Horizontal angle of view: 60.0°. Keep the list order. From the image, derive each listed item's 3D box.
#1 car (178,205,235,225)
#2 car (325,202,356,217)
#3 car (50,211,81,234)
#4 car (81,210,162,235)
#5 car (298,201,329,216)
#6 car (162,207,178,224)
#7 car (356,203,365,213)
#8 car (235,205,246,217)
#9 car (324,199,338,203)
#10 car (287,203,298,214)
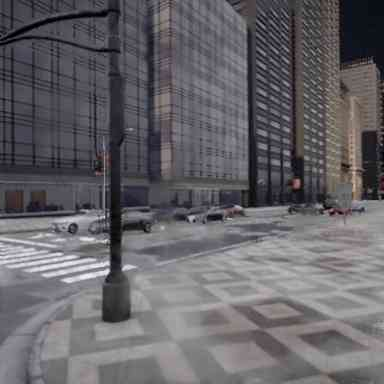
[{"bbox_3d":[1.351,1.989,28.667,2.128,1.511,4.902,-1,-1,36],"label":"car"},{"bbox_3d":[18.274,2.277,40.759,1.895,1.301,4.718,-1,-1,36],"label":"car"},{"bbox_3d":[-7.148,1.932,22.456,1.812,1.442,4.674,-1,-1,37],"label":"car"},{"bbox_3d":[-4.285,1.894,20.846,1.812,1.442,4.674,-1,-1,35],"label":"car"},{"bbox_3d":[15.618,2.223,42.634,1.837,1.490,4.892,-1,-1,36],"label":"car"},{"bbox_3d":[-1.533,2.083,30.224,2.033,1.411,5.357,-1,-1,36],"label":"car"},{"bbox_3d":[24.142,2.360,48.971,2.033,1.411,5.357,-1,-1,36],"label":"car"},{"bbox_3d":[4.626,2.202,38.745,1.812,1.442,4.674,-1,-1,36],"label":"car"},{"bbox_3d":[21.522,2.077,50.902,2.150,2.045,5.566,-1,-1,36],"label":"car"},{"bbox_3d":[15.497,2.368,48.112,2.033,1.411,5.357,-1,-1,36],"label":"car"}]
